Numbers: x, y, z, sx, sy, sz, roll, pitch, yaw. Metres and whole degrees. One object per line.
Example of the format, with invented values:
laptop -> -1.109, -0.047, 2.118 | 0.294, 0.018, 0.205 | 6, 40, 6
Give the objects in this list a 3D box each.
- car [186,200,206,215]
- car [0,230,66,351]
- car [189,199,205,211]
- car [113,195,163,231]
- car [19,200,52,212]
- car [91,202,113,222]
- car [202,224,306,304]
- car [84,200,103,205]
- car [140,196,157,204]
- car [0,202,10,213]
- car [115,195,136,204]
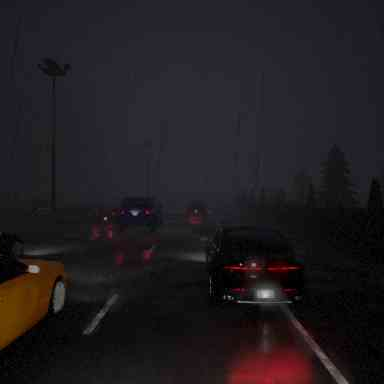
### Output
car -> 0.435, 1.704, 36.050 | 1.837, 1.490, 4.892 | 0, -1, 1
car -> -3.356, 1.497, 4.435 | 1.882, 1.535, 5.008 | 0, 0, 0
car -> 0.796, 1.775, 46.109 | 1.812, 1.442, 4.674 | 0, 0, 6
car -> -3.188, 1.338, 21.417 | 2.150, 2.045, 5.566 | 0, 0, 1
car -> -17.174, 1.695, 36.731 | 2.128, 1.511, 4.902 | 0, 0, 1
car -> -6.624, 1.754, 27.836 | 1.895, 1.301, 4.718 | 0, 0, 1
car -> 1.307, 1.547, 8.233 | 1.837, 1.490, 4.892 | 0, 0, 1
car -> -13.372, 1.805, 45.920 | 2.033, 1.411, 5.357 | 0, 0, 4
car -> -10.043, 1.791, 76.614 | 2.097, 1.767, 4.553 | 0, 0, 20
car -> -20.726, 1.665, 34.001 | 1.882, 1.535, 5.008 | 0, 0, 1
car -> -14.714, 1.666, 74.068 | 2.150, 2.045, 5.566 | 0, 0, 17
